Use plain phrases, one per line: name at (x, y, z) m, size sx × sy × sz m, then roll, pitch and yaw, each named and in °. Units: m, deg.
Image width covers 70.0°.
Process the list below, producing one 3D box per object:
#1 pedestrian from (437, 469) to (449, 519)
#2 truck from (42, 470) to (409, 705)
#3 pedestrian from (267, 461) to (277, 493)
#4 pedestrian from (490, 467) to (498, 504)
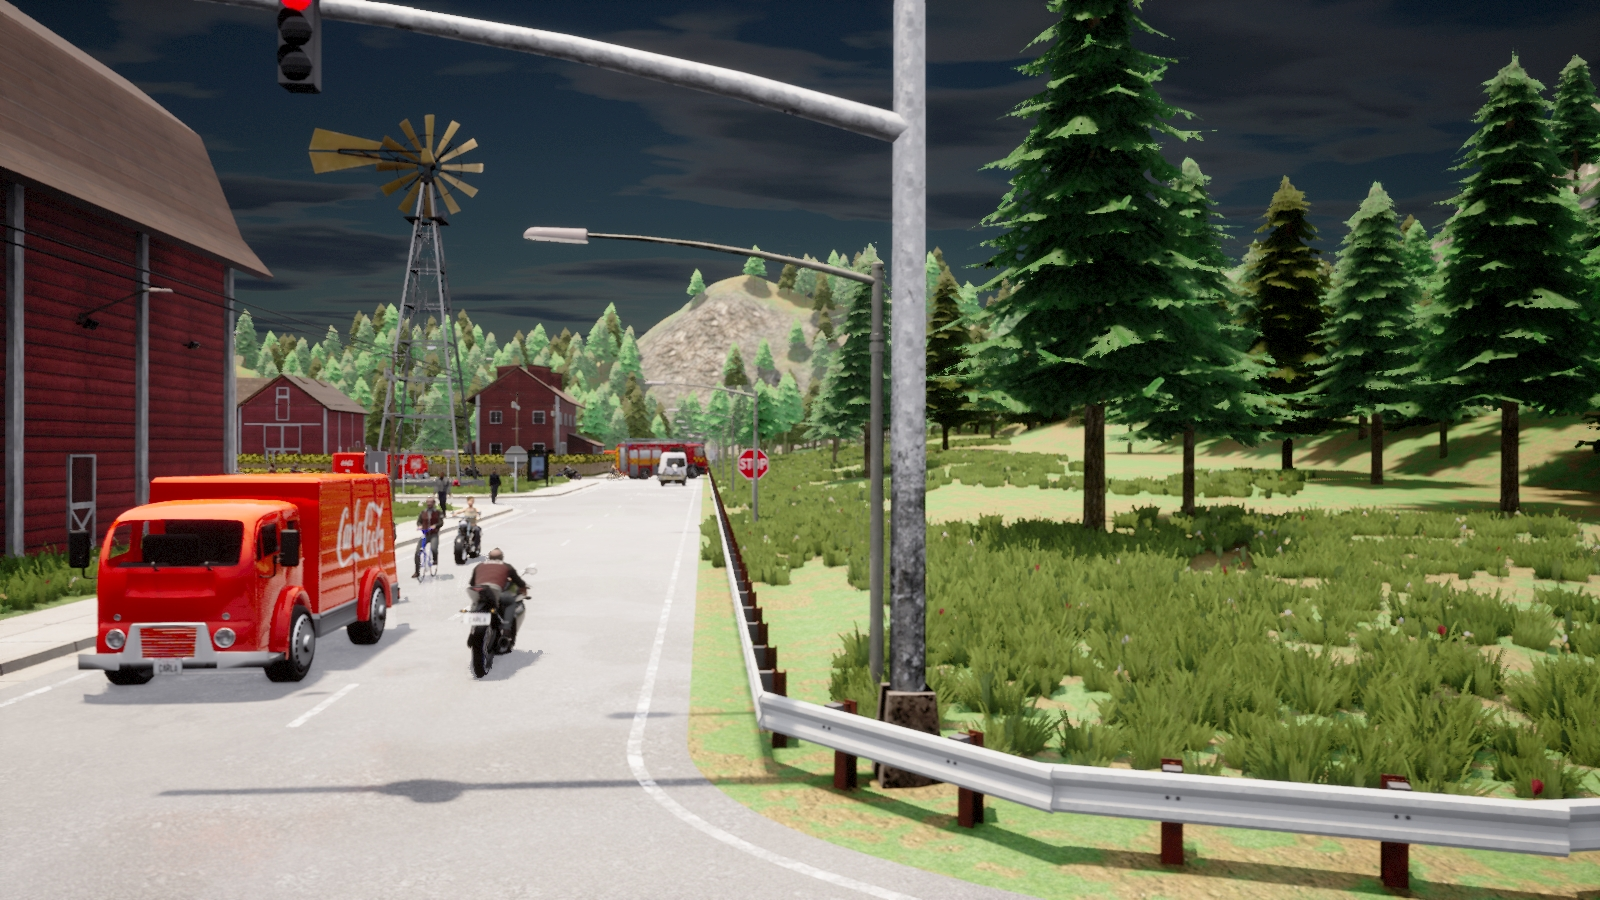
pedestrian at (-13.473, 1.655, 43.144) m, size 0.375 × 1.860 × 0.375 m, roll 0°, pitch 0°, yaw -5°
truck at (-7.198, 1.548, 15.174) m, size 2.627 × 2.467 × 5.204 m, roll 0°, pitch 0°, yaw -5°
pedestrian at (-31.175, 1.603, 67.429) m, size 0.375 × 1.860 × 0.375 m, roll 0°, pitch 0°, yaw 15°
pedestrian at (-15.392, 1.799, 57.457) m, size 0.375 × 1.860 × 0.375 m, roll 0°, pitch 0°, yaw -10°
